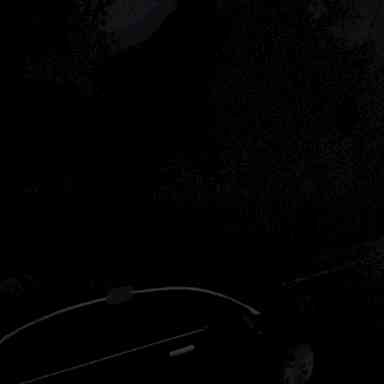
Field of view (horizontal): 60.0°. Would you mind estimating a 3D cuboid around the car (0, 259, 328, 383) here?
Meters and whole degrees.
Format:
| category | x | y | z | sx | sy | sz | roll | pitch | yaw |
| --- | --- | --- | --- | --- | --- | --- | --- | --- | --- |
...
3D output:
| category | x | y | z | sx | sy | sz | roll | pitch | yaw |
| --- | --- | --- | --- | --- | --- | --- | --- | --- | --- |
| car | -0.619 | 1.469 | 3.311 | 4.892 | 1.490 | 1.837 | -2 | 1 | -36 |
